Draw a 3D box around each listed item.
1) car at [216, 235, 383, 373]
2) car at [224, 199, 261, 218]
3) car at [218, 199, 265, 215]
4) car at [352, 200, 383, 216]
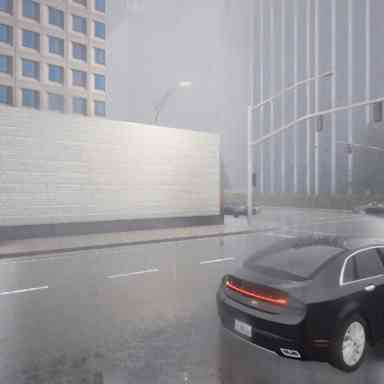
[{"bbox_3d":[2.640,1.505,5.680,4.892,1.490,1.837,0,0,-35],"label":"car"},{"bbox_3d":[3.593,1.603,31.559,2.033,1.411,5.357,0,0,-36],"label":"car"},{"bbox_3d":[5.157,1.547,35.390,2.128,1.511,4.902,0,0,-36],"label":"car"},{"bbox_3d":[17.948,1.539,31.556,4.902,1.511,2.128,-1,0,35],"label":"car"}]
